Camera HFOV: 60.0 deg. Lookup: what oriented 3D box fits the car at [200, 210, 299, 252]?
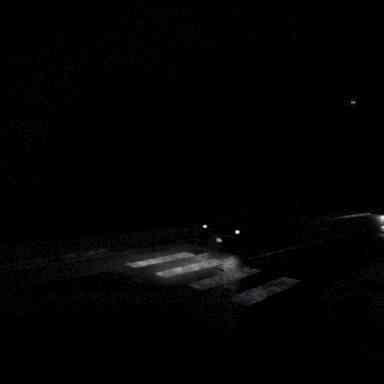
[{"bbox_3d":[2.449,1.413,13.392,1.895,1.301,4.718,5,3,42],"label":"car"}]
